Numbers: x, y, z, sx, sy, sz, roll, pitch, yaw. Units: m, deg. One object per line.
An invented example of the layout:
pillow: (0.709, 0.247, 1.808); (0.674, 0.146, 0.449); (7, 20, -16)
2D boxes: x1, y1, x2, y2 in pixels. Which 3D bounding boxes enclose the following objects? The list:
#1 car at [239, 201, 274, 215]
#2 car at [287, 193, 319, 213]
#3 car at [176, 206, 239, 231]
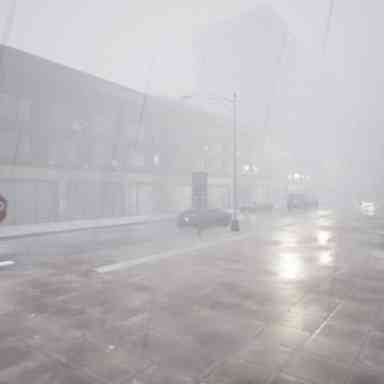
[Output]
car: (6.490, 1.550, 33.512); (1.895, 1.301, 4.718); (0, 0, 36)
car: (12.198, 1.166, 36.407); (2.150, 2.045, 5.566); (0, 0, 36)
car: (0.866, 1.541, 20.649); (1.994, 1.385, 4.181); (0, 0, 36)
